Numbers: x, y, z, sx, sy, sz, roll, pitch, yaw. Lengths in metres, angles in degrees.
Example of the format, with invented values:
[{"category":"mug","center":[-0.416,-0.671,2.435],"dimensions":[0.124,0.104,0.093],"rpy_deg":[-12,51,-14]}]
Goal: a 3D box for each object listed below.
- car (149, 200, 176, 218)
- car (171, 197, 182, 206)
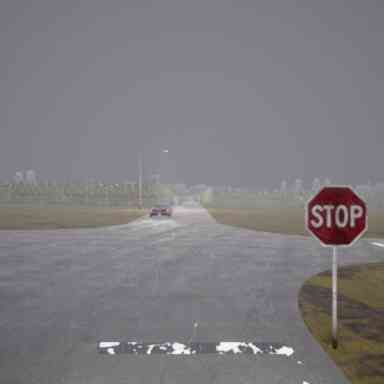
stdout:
[{"category":"car","center":[-2.758,1.651,30.376],"dimensions":[1.895,1.301,4.718],"rpy_deg":[0,0,0]},{"category":"car","center":[-2.764,1.685,59.519],"dimensions":[2.128,1.511,4.902],"rpy_deg":[0,-1,0]}]
